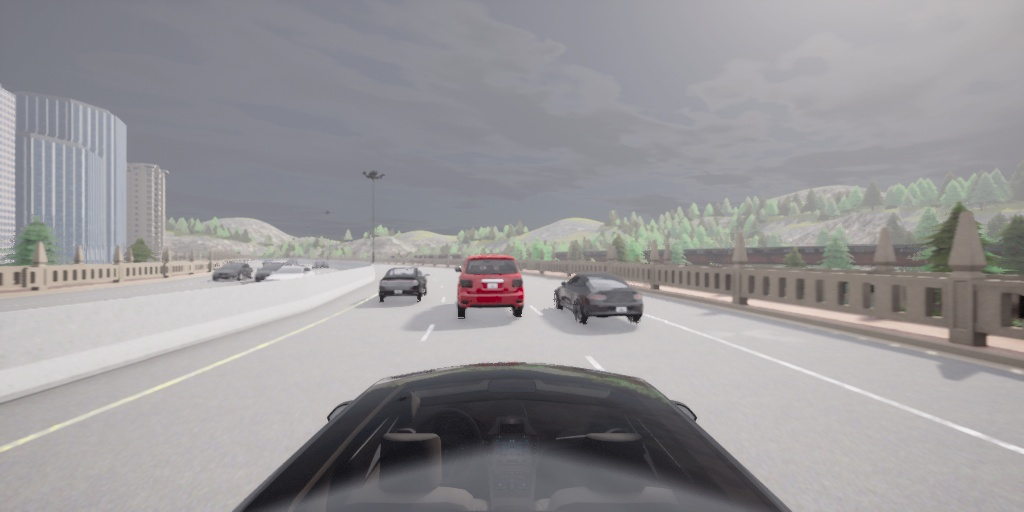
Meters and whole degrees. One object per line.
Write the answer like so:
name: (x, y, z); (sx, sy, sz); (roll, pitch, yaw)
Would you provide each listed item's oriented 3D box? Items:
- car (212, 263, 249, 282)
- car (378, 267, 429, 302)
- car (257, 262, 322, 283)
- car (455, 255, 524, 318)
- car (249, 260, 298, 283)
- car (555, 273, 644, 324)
car: (-23.230, 1.332, 30.044); (1.837, 1.490, 4.892); (0, 0, -21)
car: (-5.096, 1.271, 17.180); (2.128, 1.511, 4.902); (0, 0, -10)
car: (-13.436, 1.325, 22.014); (1.812, 1.442, 4.674); (0, 0, -14)
car: (-0.928, 0.988, 13.351); (2.150, 2.045, 5.566); (0, 0, -7)
car: (-19.212, 1.323, 29.152); (1.837, 1.490, 4.892); (0, 0, -19)
car: (2.727, 1.285, 11.996); (1.812, 1.442, 4.674); (0, 0, -6)
